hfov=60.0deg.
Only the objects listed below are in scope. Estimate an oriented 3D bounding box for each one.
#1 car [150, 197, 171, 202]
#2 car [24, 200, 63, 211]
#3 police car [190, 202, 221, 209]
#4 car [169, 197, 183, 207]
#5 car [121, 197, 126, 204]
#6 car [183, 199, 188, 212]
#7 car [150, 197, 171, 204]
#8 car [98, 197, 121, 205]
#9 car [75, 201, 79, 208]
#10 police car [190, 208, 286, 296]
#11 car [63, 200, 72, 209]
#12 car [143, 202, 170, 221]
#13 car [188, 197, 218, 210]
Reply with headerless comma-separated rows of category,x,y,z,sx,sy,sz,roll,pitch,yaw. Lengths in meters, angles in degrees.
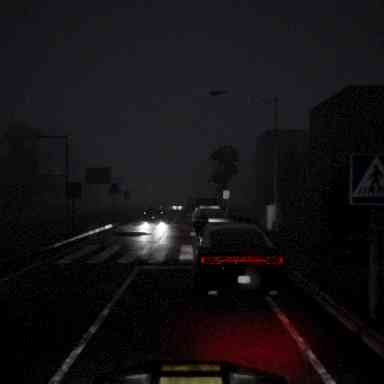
car,-8.679,2.553,89.184,4.892,1.521,2.231,0,-1,0
car,-21.880,2.024,48.277,4.674,1.452,2.002,0,-1,0
police car,0.988,1.568,18.808,1.930,1.638,5.238,0,-1,0
car,-3.125,2.370,71.902,2.128,1.511,4.902,0,-1,0
car,-21.762,2.600,92.025,5.008,1.535,2.097,0,-1,0
car,0.082,2.010,45.917,1.837,1.490,4.892,0,-1,0
car,-8.706,2.350,91.989,5.566,2.045,2.435,0,-1,0
car,-21.768,2.505,86.457,5.008,1.535,2.097,0,-1,0
car,-21.870,2.073,54.826,5.008,1.535,2.097,0,-1,0
police car,0.976,1.448,8.797,1.930,1.638,5.238,0,0,0
car,-21.868,2.030,51.553,4.892,1.521,2.231,0,-1,0
car,-3.314,1.903,30.559,1.895,1.301,4.718,0,-1,0
car,0.999,1.448,24.733,2.150,2.045,5.566,0,-1,0
